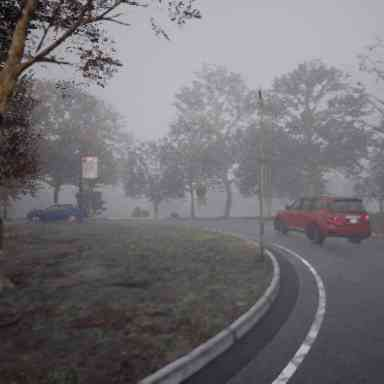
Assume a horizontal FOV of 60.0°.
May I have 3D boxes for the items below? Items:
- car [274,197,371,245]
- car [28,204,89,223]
[{"bbox_3d":[5.984,1.250,15.988,2.150,2.045,5.566,1,0,-11],"label":"car"},{"bbox_3d":[-11.551,1.821,28.828,5.008,1.535,1.882,0,-1,-2],"label":"car"}]
